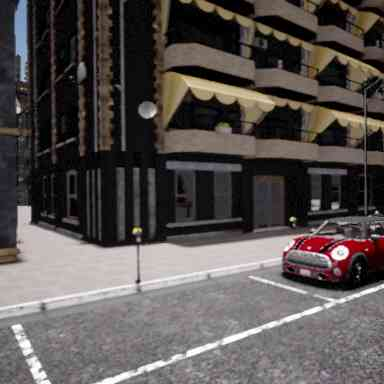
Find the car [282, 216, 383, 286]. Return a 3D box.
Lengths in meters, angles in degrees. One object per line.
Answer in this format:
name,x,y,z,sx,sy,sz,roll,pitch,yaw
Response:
car,4.372,1.433,9.258,4.097,1.590,1.967,0,-1,-36
